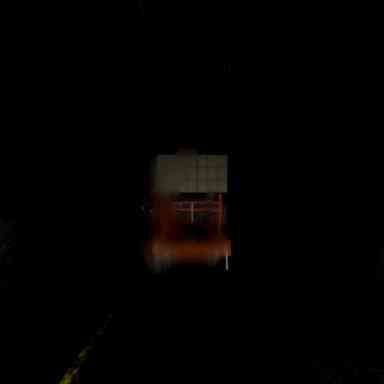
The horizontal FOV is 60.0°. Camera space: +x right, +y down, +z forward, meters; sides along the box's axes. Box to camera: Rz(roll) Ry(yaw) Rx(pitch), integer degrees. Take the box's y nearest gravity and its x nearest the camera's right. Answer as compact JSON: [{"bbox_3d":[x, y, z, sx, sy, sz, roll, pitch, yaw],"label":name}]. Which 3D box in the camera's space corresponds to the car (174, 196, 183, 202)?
[{"bbox_3d":[-2.939,1.601,70.127,2.128,1.511,4.902,0,0,0],"label":"car"}]

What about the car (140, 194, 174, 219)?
[{"bbox_3d":[-3.077,1.227,29.002,2.150,2.045,5.566,0,0,0],"label":"car"}]

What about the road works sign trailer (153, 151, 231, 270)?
[{"bbox_3d":[0.008,0.463,10.954,2.380,3.560,2.880,0,0,0],"label":"road works sign trailer"}]
